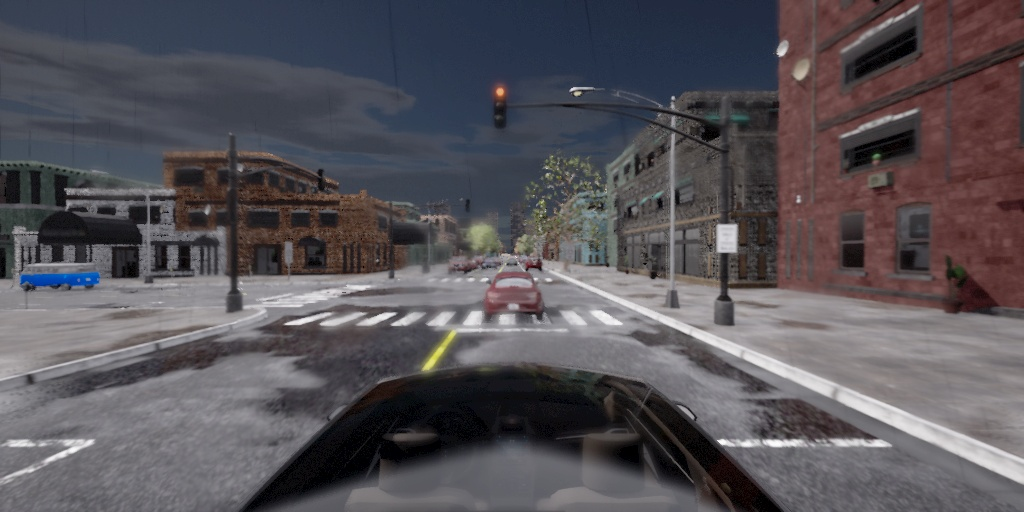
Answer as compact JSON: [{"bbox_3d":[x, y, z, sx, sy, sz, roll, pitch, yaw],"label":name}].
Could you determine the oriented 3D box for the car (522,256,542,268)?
[{"bbox_3d":[2.696,0.939,44.934,2.192,1.841,5.009,0,0,0],"label":"car"}]

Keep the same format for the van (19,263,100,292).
[{"bbox_3d":[-30.296,1.397,24.076,3.998,1.789,1.690,0,0,-1],"label":"van"}]

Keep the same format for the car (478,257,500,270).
[{"bbox_3d":[-3.076,1.175,49.157,1.994,1.385,4.181,0,0,0],"label":"car"}]

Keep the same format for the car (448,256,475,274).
[{"bbox_3d":[-5.685,0.955,39.391,2.192,1.841,5.009,0,0,0],"label":"car"}]

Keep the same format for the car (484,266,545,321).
[{"bbox_3d":[0.067,1.251,12.249,1.812,1.442,4.674,0,0,0],"label":"car"}]

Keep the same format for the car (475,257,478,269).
[{"bbox_3d":[-5.685,1.169,44.934,1.888,1.381,4.507,0,0,0],"label":"car"}]

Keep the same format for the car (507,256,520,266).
[{"bbox_3d":[0.002,1.127,65.343,1.994,1.385,4.181,0,0,0],"label":"car"}]

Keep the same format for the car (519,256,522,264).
[{"bbox_3d":[2.697,1.125,61.566,2.007,1.370,4.403,0,0,0],"label":"car"}]

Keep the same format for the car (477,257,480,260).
[{"bbox_3d":[-5.685,1.189,50.479,1.802,1.307,4.207,0,0,0],"label":"car"}]
